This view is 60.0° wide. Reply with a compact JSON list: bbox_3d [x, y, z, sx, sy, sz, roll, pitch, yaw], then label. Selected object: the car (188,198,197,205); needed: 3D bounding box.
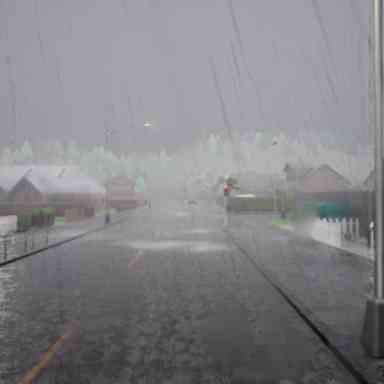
[{"bbox_3d":[0.050,2.291,78.190,1.837,1.490,4.892,0,-1,0],"label":"car"}]
